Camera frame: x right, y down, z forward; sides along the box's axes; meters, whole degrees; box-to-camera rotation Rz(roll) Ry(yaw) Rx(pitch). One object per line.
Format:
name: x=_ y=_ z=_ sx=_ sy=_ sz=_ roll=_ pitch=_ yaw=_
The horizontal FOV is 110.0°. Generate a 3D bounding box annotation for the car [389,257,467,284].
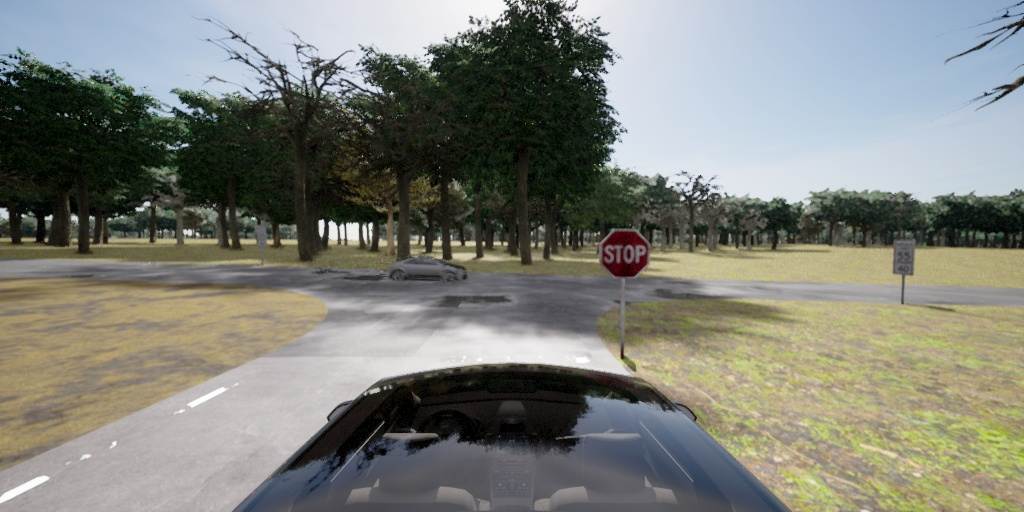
car: x=-4.586 y=0.740 z=19.891 sx=4.181 sy=1.385 sz=1.994 roll=2 pitch=2 yaw=-1
